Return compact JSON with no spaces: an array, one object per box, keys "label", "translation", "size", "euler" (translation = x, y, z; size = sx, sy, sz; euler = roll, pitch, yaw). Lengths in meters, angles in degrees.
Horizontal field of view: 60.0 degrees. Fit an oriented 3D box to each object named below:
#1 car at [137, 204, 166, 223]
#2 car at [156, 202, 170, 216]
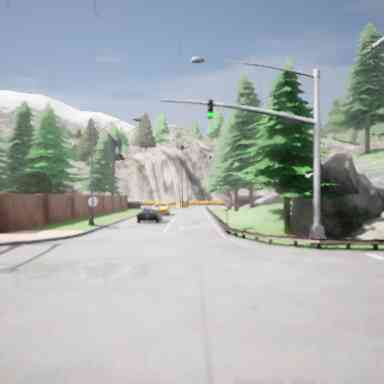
[{"label":"car","translation":[-3.611,1.965,29.082],"size":[1.895,1.301,4.718],"euler":[0,-1,0]},{"label":"car","translation":[-3.612,1.969,39.297],"size":[1.882,1.535,5.008],"euler":[0,-1,0]}]
